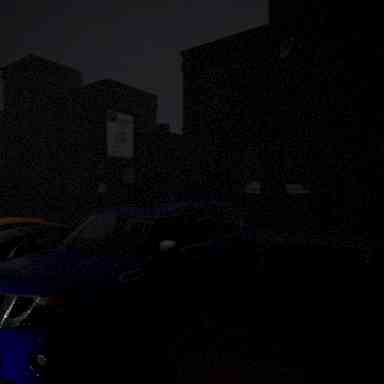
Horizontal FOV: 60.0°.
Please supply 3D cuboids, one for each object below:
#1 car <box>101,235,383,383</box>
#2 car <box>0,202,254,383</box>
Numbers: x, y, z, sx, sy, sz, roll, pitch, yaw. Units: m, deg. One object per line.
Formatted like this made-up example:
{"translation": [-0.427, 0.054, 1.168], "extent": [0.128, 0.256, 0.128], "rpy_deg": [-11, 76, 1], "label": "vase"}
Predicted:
{"translation": [1.492, 1.510, 4.255], "extent": [2.163, 1.488, 4.792], "rpy_deg": [0, 0, 35], "label": "car"}
{"translation": [-0.771, 1.229, 5.870], "extent": [2.435, 2.045, 5.566], "rpy_deg": [0, 0, 35], "label": "car"}
